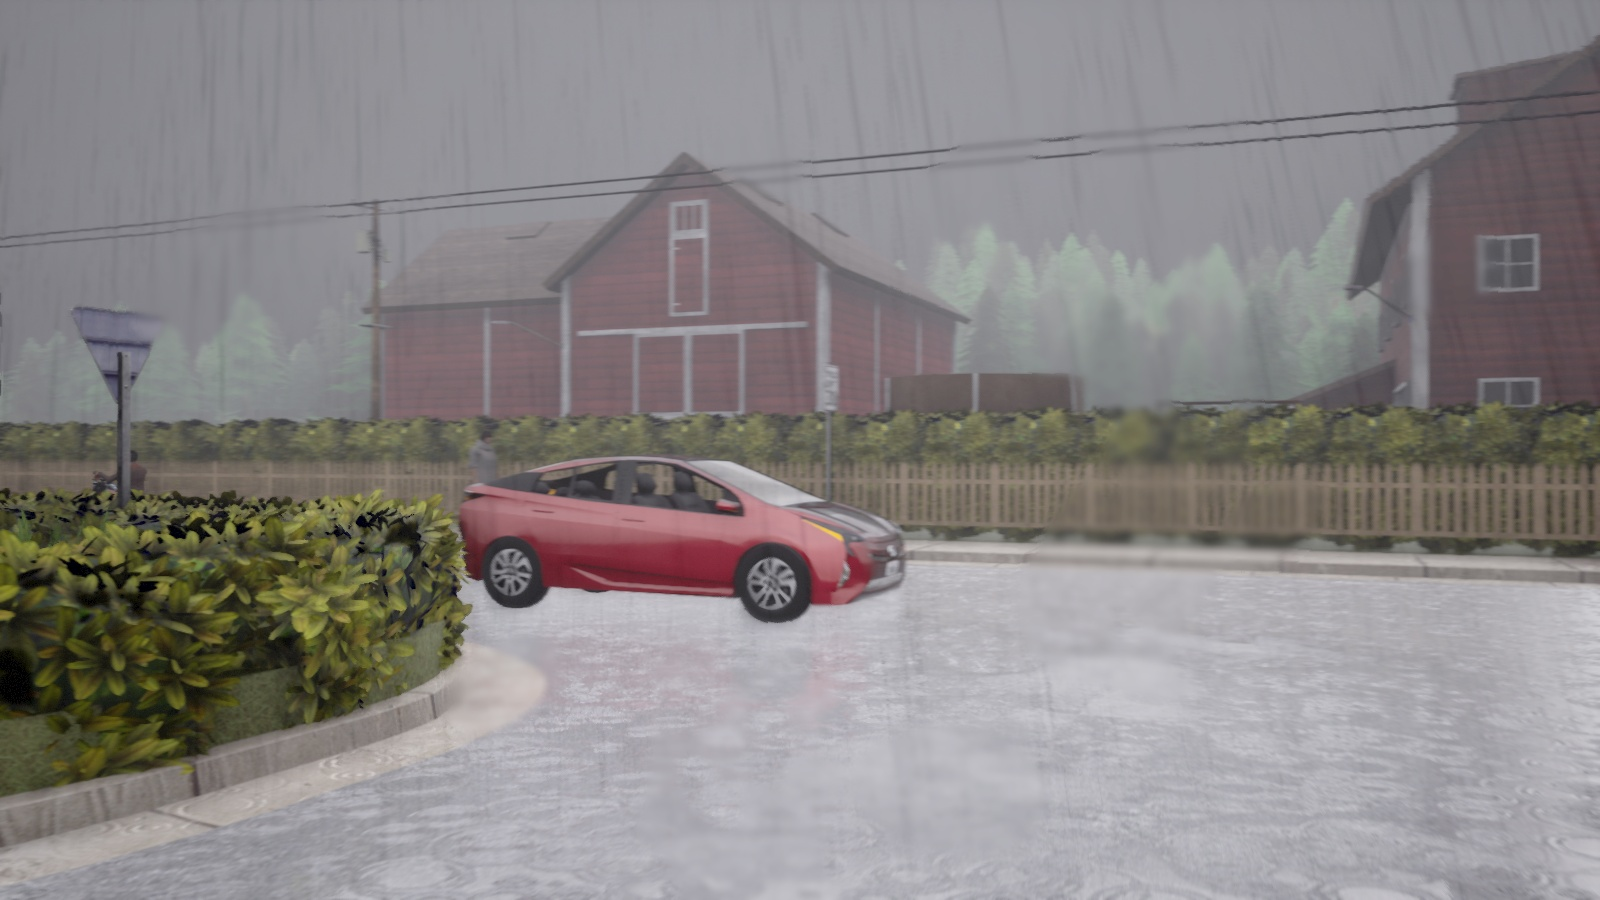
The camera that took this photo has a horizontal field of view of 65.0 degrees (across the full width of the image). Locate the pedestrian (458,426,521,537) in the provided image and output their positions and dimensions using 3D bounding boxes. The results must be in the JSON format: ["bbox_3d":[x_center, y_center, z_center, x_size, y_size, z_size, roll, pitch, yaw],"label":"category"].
[{"bbox_3d":[-5.569,0.557,22.531,0.873,1.952,0.659,0,0,22],"label":"pedestrian"}]

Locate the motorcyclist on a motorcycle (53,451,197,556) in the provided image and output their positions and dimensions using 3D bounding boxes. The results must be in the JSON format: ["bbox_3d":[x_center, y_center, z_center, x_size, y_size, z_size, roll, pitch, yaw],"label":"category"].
[{"bbox_3d":[-11.029,0.855,20.515,2.350,1.649,0.766,-1,0,23],"label":"motorcyclist on a motorcycle"}]

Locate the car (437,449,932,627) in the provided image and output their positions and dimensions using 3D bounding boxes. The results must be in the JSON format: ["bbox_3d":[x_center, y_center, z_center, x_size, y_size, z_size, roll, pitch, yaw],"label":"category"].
[{"bbox_3d":[-1.147,0.774,12.563,4.514,1.525,2.007,0,0,23],"label":"car"}]
